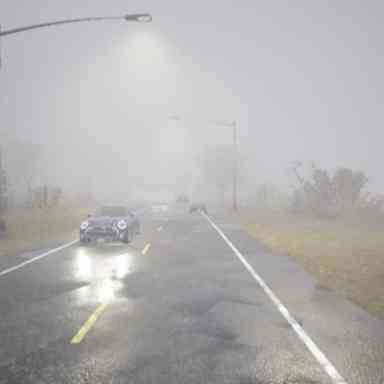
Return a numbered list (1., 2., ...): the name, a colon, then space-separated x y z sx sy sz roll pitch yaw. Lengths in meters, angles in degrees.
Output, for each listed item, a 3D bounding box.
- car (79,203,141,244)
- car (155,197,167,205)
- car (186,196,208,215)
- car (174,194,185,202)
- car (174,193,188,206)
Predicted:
1. car: -3.734 1.364 15.781 2.097 1.767 4.553 0 0 -1
2. car: -5.278 1.595 57.343 1.895 1.301 4.718 0 0 -3
3. car: 0.601 1.504 34.611 1.837 1.490 4.892 0 0 -2
4. car: -2.687 1.245 71.161 2.097 1.767 4.553 0 0 -4
5. car: -1.553 1.209 54.762 2.150 2.045 5.566 0 0 -4
